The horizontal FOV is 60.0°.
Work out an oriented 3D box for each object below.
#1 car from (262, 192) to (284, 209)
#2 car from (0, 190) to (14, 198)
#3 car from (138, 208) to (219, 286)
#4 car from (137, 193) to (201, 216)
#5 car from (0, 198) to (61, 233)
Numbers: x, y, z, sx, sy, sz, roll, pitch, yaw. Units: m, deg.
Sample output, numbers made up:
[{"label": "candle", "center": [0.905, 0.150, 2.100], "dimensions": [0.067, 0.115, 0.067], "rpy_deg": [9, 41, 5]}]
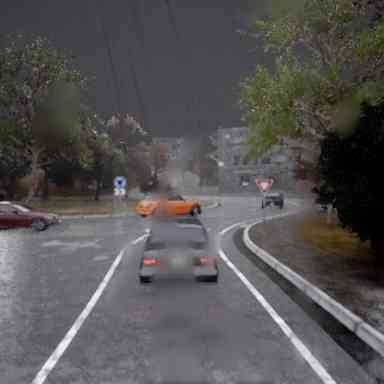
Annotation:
[{"label": "car", "center": [7.889, 0.752, 32.455], "dimensions": [1.837, 1.490, 4.892], "rpy_deg": [2, 2, 15]}, {"label": "car", "center": [-27.959, 0.400, 46.997], "dimensions": [1.895, 1.301, 4.718], "rpy_deg": [1, 1, 36]}, {"label": "car", "center": [-0.373, 1.432, 9.298], "dimensions": [2.033, 1.411, 5.357], "rpy_deg": [0, 1, -2]}, {"label": "car", "center": [-1.478, 0.856, 23.391], "dimensions": [4.553, 1.767, 2.097], "rpy_deg": [-1, 2, -39]}, {"label": "car", "center": [-8.987, 1.220, 16.504], "dimensions": [4.674, 1.442, 1.812], "rpy_deg": [0, 2, -8]}]
